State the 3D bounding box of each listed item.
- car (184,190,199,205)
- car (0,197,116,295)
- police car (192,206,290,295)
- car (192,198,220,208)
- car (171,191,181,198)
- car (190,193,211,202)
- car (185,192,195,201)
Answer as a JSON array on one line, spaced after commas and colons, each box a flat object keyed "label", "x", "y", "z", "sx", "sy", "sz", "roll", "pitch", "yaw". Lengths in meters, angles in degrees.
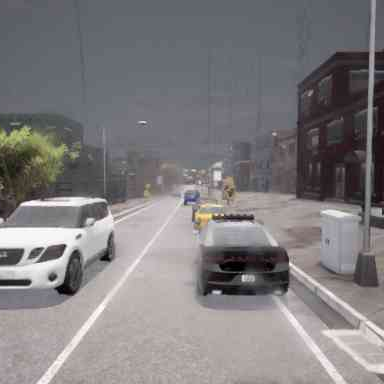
[{"label": "car", "x": 0.028, "y": 0.712, "z": 45.854, "sx": 2.150, "sy": 2.045, "sz": 5.566, "roll": 0, "pitch": 1, "yaw": 0}, {"label": "car", "x": -3.598, "y": 1.193, "z": 8.977, "sx": 2.150, "sy": 2.045, "sz": 5.566, "roll": 0, "pitch": 0, "yaw": 0}, {"label": "police car", "x": 1.052, "y": 1.397, "z": 8.791, "sx": 1.930, "sy": 1.638, "sz": 5.238, "roll": 0, "pitch": 0, "yaw": 0}, {"label": "car", "x": 1.055, "y": 1.347, "z": 18.875, "sx": 1.801, "sy": 1.575, "sz": 5.366, "roll": 0, "pitch": 1, "yaw": 0}, {"label": "car", "x": -3.436, "y": 0.589, "z": 74.184, "sx": 1.837, "sy": 1.490, "sz": 4.892, "roll": 0, "pitch": 1, "yaw": 0}, {"label": "car", "x": 1.056, "y": 1.172, "z": 24.658, "sx": 2.097, "sy": 1.767, "sz": 4.553, "roll": 0, "pitch": 1, "yaw": 0}, {"label": "car", "x": -0.327, "y": 0.812, "z": 59.355, "sx": 1.812, "sy": 1.442, "sz": 4.674, "roll": 0, "pitch": 1, "yaw": 0}]
